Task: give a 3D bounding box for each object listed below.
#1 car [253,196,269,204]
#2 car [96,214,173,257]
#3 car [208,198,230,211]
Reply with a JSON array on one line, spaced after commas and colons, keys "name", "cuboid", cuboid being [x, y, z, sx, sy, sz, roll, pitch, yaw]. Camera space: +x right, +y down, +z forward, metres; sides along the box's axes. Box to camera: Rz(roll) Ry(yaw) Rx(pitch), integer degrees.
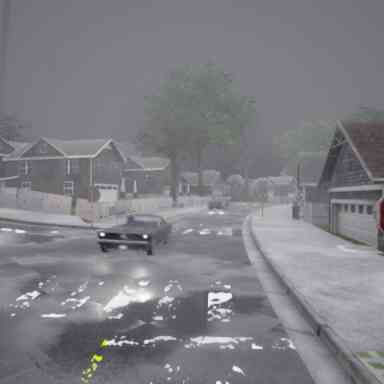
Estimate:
[{"name": "car", "cuboid": [13.454, 1.402, 64.702, 2.097, 1.767, 4.553, 0, -1, 28]}, {"name": "car", "cuboid": [-2.016, 1.549, 12.954, 1.895, 1.301, 4.718, 2, -1, 6]}, {"name": "car", "cuboid": [3.326, 1.484, 39.882, 2.033, 1.411, 5.357, 0, 0, 17]}]
